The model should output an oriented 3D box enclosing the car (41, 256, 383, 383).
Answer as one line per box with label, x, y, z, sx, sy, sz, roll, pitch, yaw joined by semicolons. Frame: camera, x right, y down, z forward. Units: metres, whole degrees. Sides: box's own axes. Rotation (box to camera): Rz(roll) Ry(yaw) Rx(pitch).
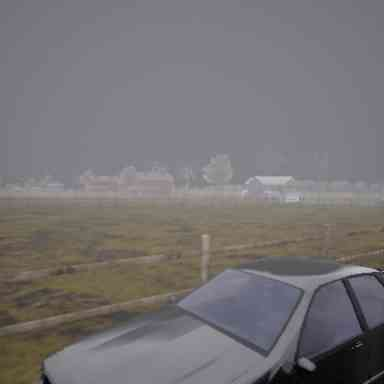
car;1.152;1.555;3.894;5.357;1.411;2.033;0;0;-35
